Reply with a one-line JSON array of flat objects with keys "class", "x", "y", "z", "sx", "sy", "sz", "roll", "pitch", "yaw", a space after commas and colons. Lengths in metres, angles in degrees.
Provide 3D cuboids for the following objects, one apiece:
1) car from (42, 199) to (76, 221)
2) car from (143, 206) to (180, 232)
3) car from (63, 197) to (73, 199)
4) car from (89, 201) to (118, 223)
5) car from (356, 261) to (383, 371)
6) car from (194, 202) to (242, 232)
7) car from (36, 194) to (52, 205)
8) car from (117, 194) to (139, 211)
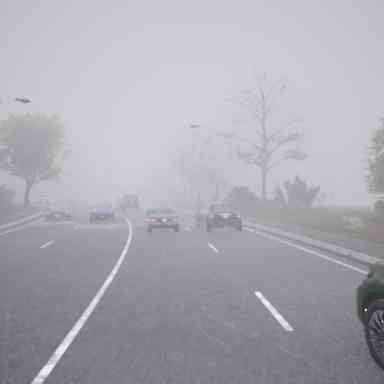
[{"class": "car", "x": -11.132, "y": 1.605, "z": 28.128, "sx": 1.812, "sy": 1.442, "sz": 4.674, "roll": 0, "pitch": 0, "yaw": -16}, {"class": "car", "x": -1.957, "y": 1.594, "z": 20.455, "sx": 2.033, "sy": 1.411, "sz": 5.357, "roll": 0, "pitch": 0, "yaw": -11}, {"class": "car", "x": -23.790, "y": 1.656, "z": 64.021, "sx": 1.837, "sy": 1.490, "sz": 4.892, "roll": 0, "pitch": 0, "yaw": -33}, {"class": "car", "x": -7.116, "y": 1.547, "z": 26.597, "sx": 1.882, "sy": 1.535, "sz": 5.008, "roll": 0, "pitch": 0, "yaw": -14}, {"class": "car", "x": 3.464, "y": 1.215, "z": 2.387, "sx": 2.150, "sy": 2.045, "sz": 5.566, "roll": 0, "pitch": 0, "yaw": -1}, {"class": "car", "x": 1.501, "y": 1.390, "z": 20.551, "sx": 2.097, "sy": 1.767, "sz": 4.553, "roll": 0, "pitch": 0, "yaw": -10}, {"class": "car", "x": -28.977, "y": 1.388, "z": 65.267, "sx": 2.150, "sy": 2.045, "sz": 5.566, "roll": 0, "pitch": 0, "yaw": -36}, {"class": "car", "x": -8.128, "y": 1.325, "z": 41.989, "sx": 2.150, "sy": 2.045, "sz": 5.566, "roll": 0, "pitch": 0, "yaw": -21}]
